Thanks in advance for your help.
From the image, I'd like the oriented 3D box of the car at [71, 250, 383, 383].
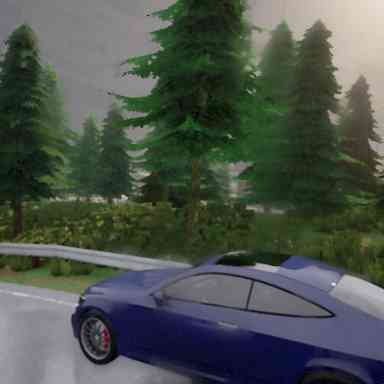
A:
[{"bbox_3d":[0.559,1.501,4.217,4.674,1.442,1.812,1,1,30],"label":"car"}]
